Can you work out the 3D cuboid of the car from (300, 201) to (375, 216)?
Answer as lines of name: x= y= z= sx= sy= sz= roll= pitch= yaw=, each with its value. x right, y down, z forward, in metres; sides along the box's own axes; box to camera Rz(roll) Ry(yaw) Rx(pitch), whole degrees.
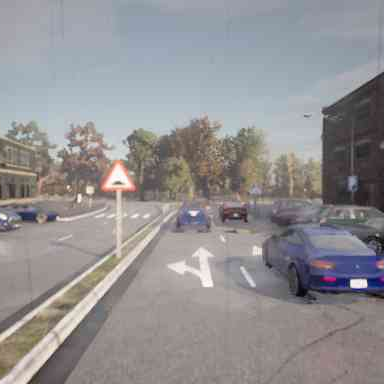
car: x=7.603 y=1.383 z=14.928 sx=4.553 sy=1.767 sz=2.185 roll=0 pitch=0 yaw=0

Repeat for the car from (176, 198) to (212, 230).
car: x=0.093 y=1.353 z=21.680 sx=2.097 sy=1.767 sz=4.553 roll=0 pitch=-1 yaw=0

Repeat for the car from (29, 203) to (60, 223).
car: x=-12.492 y=1.531 z=25.038 sx=4.792 sy=1.488 sz=2.163 roll=0 pitch=0 yaw=0

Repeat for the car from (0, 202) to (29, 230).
car: x=-12.555 y=1.392 z=19.603 sx=4.553 sy=1.767 sz=2.185 roll=0 pitch=0 yaw=0

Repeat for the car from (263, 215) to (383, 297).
car: x=3.097 y=1.544 z=8.479 sx=1.812 sy=1.442 sz=4.674 roll=0 pitch=0 yaw=0

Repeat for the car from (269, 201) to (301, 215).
car: x=7.638 y=1.507 z=20.442 sx=5.008 sy=1.535 sz=2.097 roll=0 pitch=0 yaw=0

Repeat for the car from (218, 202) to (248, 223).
car: x=3.109 y=1.492 z=26.013 sx=1.882 sy=1.535 sz=5.008 roll=0 pitch=0 yaw=0

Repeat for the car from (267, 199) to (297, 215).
car: x=7.600 y=1.376 z=23.204 sx=4.553 sy=1.767 sz=2.185 roll=0 pitch=0 yaw=0

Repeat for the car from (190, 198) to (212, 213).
car: x=1.143 y=1.455 z=38.401 sx=1.882 sy=1.535 sz=5.008 roll=0 pitch=0 yaw=10

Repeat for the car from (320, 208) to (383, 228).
car: x=7.642 y=1.508 z=12.166 sx=4.892 sy=1.521 sz=2.231 roll=0 pitch=0 yaw=0

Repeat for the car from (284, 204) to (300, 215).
car: x=7.631 y=1.548 z=17.686 sx=4.674 sy=1.452 sz=2.002 roll=0 pitch=0 yaw=0
